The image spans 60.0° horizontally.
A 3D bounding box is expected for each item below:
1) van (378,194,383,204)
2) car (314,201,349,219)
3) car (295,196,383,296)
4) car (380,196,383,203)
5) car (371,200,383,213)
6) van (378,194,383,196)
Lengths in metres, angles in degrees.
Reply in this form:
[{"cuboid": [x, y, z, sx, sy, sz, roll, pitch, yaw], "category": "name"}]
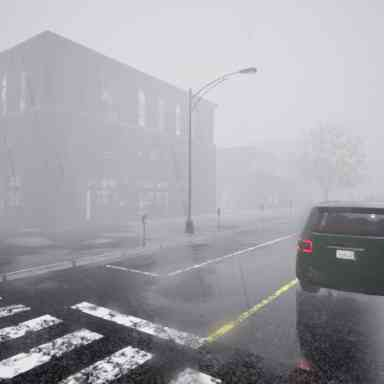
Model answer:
[{"cuboid": [38.099, 1.353, 65.887, 1.690, 1.788, 3.998, 1, 1, 35], "category": "van"}, {"cuboid": [12.518, 1.575, 29.665, 1.947, 1.339, 4.313, 1, 0, 35], "category": "car"}, {"cuboid": [4.312, 1.224, 8.193, 2.150, 2.045, 5.566, 0, 0, 35], "category": "car"}, {"cuboid": [41.294, 1.561, 70.417, 2.008, 1.369, 4.403, 1, 1, 35], "category": "car"}, {"cuboid": [22.132, 1.613, 38.631, 1.895, 1.301, 4.718, 0, 0, 35], "category": "car"}, {"cuboid": [28.507, 1.354, 52.303, 1.690, 1.788, 3.998, 1, 1, 35], "category": "van"}]
